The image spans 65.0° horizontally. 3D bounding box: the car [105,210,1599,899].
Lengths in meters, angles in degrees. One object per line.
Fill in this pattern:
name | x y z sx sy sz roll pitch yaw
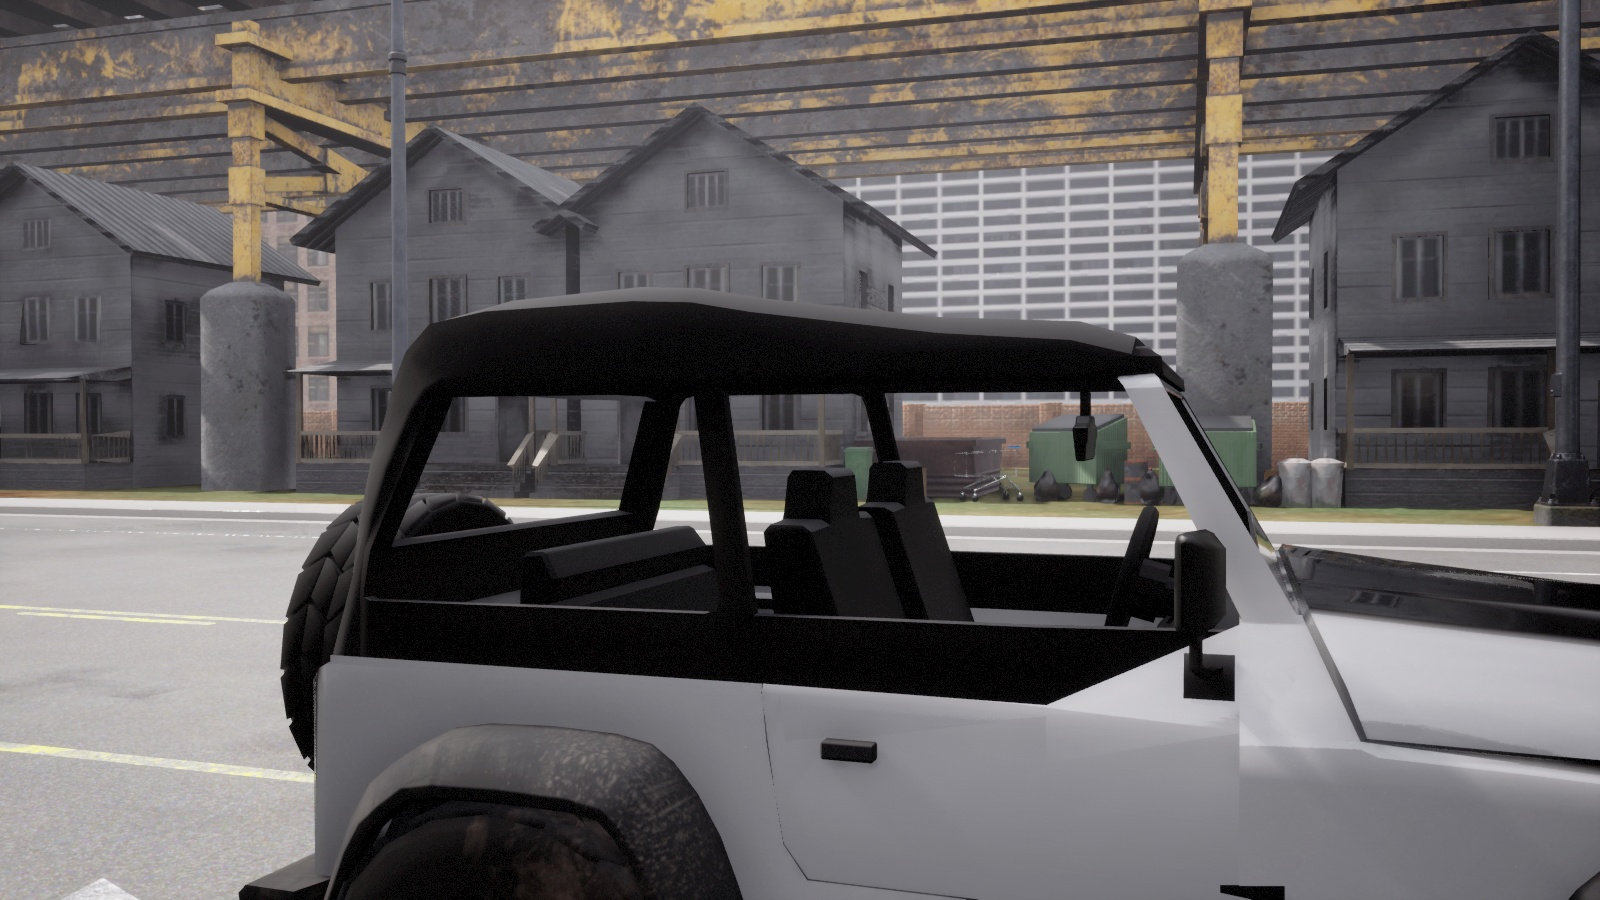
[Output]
car | 0.641 0.577 2.981 3.866 1.878 1.905 1 1 19
